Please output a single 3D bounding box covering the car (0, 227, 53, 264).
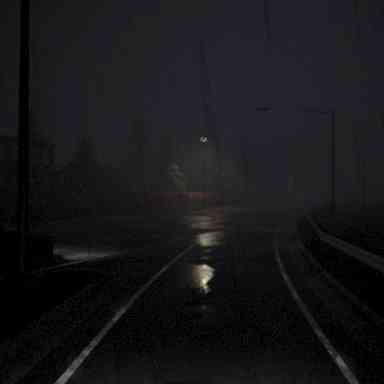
[{"bbox_3d":[-6.395,1.559,9.699,1.812,1.442,4.674,0,0,30],"label":"car"}]

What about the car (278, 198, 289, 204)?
[{"bbox_3d":[22.913,2.258,83.188,1.837,1.490,4.892,0,0,29],"label":"car"}]

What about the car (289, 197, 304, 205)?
[{"bbox_3d":[25.961,2.242,81.468,1.882,1.535,5.008,0,0,29],"label":"car"}]

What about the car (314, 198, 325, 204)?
[{"bbox_3d":[34.130,2.267,88.823,2.128,1.511,4.902,0,0,29],"label":"car"}]

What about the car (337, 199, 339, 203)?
[{"bbox_3d":[37.178,2.248,87.103,1.837,1.490,4.892,0,0,29],"label":"car"}]

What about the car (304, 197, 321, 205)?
[{"bbox_3d":[29.009,2.310,79.747,2.033,1.411,5.357,0,0,29],"label":"car"}]

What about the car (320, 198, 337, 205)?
[{"bbox_3d":[32.057,2.277,78.028,1.837,1.490,4.892,0,0,29],"label":"car"}]
